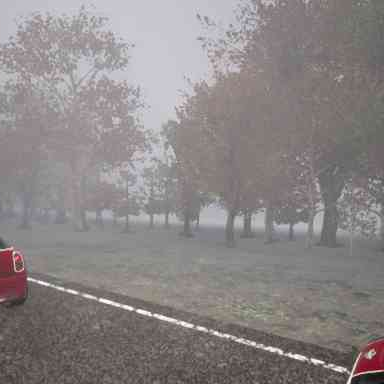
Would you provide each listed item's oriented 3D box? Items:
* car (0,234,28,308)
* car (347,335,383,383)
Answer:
[{"bbox_3d":[-5.334,1.349,6.697,4.553,1.767,2.097,0,0,36],"label":"car"},{"bbox_3d":[3.100,1.352,1.488,4.553,1.767,2.097,0,0,35],"label":"car"}]
